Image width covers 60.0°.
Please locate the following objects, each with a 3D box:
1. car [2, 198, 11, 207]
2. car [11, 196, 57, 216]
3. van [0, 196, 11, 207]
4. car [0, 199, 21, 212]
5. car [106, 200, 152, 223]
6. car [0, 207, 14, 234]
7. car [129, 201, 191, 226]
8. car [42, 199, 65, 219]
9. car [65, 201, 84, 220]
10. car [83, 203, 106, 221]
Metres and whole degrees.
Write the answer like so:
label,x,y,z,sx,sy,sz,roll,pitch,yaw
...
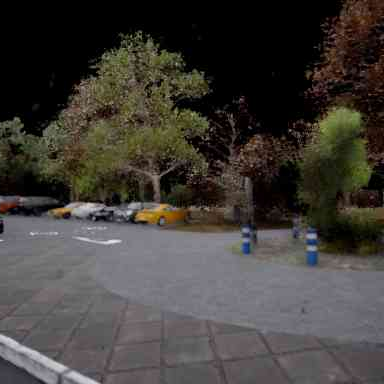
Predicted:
label,x,y,z,sx,sy,sz,roll,pitch,yaw
car,-17.659,1.714,36.718,2.163,1.488,4.792,0,0,36
car,-15.384,1.433,35.137,2.435,2.045,5.566,0,0,36
van,-19.916,1.461,38.536,1.878,1.987,4.442,0,0,36
car,-24.345,1.733,41.643,2.163,1.488,4.792,0,0,36
car,-4.275,1.559,27.076,2.185,1.767,4.553,0,0,36
car,-11.894,1.723,16.370,2.163,1.488,4.792,0,0,36
car,-2.054,1.685,25.419,2.097,1.535,5.008,0,0,36
car,-11.027,1.682,31.710,1.946,1.575,5.366,0,0,36
car,-8.678,1.725,30.230,2.002,1.452,4.674,0,0,36
car,-6.452,1.714,28.581,2.163,1.488,4.792,0,0,36
